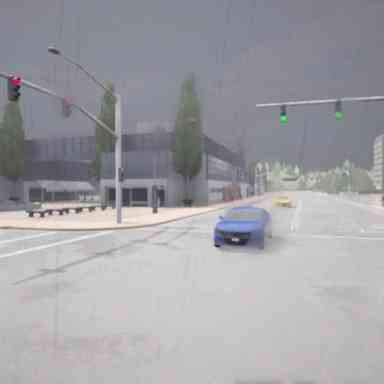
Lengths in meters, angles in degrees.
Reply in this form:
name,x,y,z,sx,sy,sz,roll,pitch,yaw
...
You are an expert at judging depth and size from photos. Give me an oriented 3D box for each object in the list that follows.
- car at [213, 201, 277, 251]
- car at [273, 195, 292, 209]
name,x,y,z,sx,sy,sz,roll,pitch,yaw
car,2.276,1.348,13.834,1.882,1.535,5.008,0,1,18
car,10.542,1.099,38.633,1.882,1.535,5.008,0,1,18
